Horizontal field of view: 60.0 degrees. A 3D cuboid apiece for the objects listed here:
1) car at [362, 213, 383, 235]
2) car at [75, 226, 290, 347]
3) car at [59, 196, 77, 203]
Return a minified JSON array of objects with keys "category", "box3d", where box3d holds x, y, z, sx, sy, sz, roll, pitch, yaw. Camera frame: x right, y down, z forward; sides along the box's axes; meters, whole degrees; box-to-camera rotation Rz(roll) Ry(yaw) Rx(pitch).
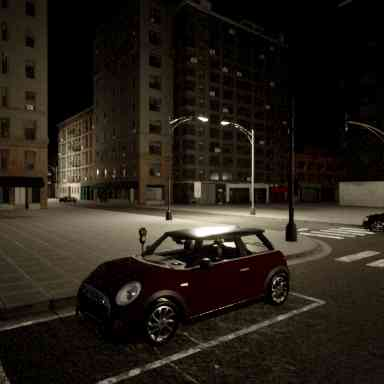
[{"category":"car","box3d":[11.197,1.465,16.598,2.128,1.511,4.902,0,0,-38]},{"category":"car","box3d":[-0.029,1.440,6.285,4.097,1.590,1.967,0,0,-38]},{"category":"car","box3d":[-22.166,1.274,59.258,1.895,1.301,4.718,0,0,-39]}]
